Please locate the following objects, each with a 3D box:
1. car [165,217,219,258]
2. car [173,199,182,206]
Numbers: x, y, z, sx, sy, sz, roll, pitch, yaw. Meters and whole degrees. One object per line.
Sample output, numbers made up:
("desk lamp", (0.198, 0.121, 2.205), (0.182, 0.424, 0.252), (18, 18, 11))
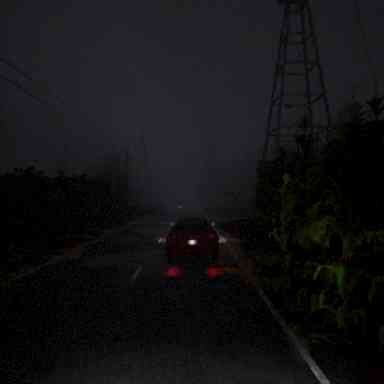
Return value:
("car", (0.023, 1.716, 13.458), (1.994, 1.385, 4.181), (0, -1, 0))
("car", (-3.177, 2.362, 73.773), (2.033, 1.411, 5.357), (0, -1, 0))
